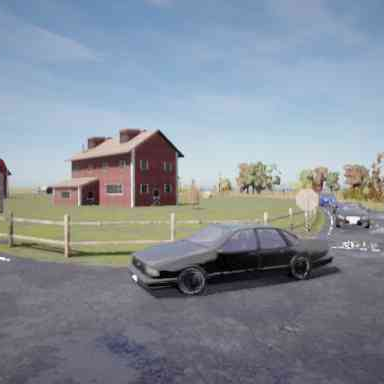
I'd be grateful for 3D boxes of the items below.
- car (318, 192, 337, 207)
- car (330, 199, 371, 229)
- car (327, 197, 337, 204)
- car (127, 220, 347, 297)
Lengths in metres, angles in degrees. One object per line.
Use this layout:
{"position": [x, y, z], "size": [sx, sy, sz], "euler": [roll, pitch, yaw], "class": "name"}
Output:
{"position": [20.367, 1.090, 50.080], "size": [2.150, 2.045, 5.566], "euler": [0, 0, 15], "class": "car"}
{"position": [10.163, 1.443, 21.201], "size": [2.128, 1.511, 4.902], "euler": [0, 0, 23], "class": "car"}
{"position": [15.257, 1.521, 34.011], "size": [1.895, 1.301, 4.718], "euler": [0, 0, 20], "class": "car"}
{"position": [1.152, 1.527, 8.556], "size": [5.357, 1.411, 2.033], "euler": [0, 0, -25], "class": "car"}
